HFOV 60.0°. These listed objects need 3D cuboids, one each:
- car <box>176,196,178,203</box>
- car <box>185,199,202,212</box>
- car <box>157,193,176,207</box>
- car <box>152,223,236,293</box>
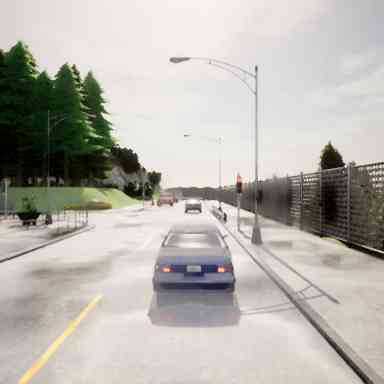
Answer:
[{"bbox_3d":[-3.913,1.313,67.351,2.097,1.767,4.553,0,0,1],"label":"car"},{"bbox_3d":[0.158,1.525,37.879,2.033,1.411,5.357,0,0,0],"label":"car"},{"bbox_3d":[-4.014,1.190,50.561,2.150,2.045,5.566,0,0,0],"label":"car"},{"bbox_3d":[0.061,1.542,9.001,2.033,1.411,5.357,0,0,1],"label":"car"}]
